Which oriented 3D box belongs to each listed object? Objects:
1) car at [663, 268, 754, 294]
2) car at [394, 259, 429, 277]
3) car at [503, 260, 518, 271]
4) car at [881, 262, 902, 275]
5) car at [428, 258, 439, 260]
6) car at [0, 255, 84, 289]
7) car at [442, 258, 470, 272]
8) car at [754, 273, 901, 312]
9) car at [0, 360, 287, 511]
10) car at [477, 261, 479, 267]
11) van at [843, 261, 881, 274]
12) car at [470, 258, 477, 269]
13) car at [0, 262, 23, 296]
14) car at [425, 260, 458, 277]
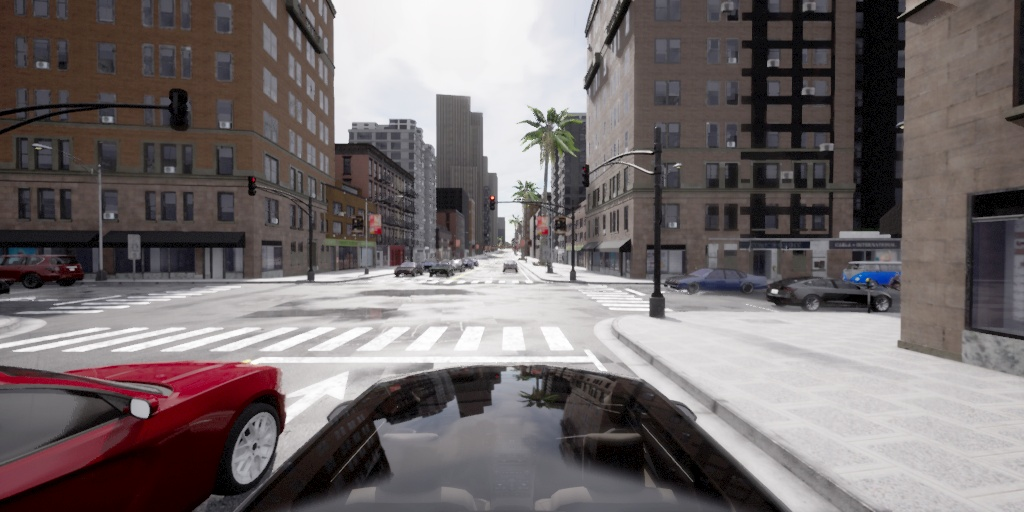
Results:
[{"bbox_3d":[11.707,1.395,20.673,5.357,1.411,2.033,0,1,0],"label":"car"},{"bbox_3d":[-10.098,1.279,35.666,2.033,1.411,5.357,0,0,-1],"label":"car"},{"bbox_3d":[-0.234,1.271,47.208,2.033,1.411,5.357,0,0,0],"label":"car"},{"bbox_3d":[24.823,1.302,20.690,4.553,1.767,2.097,0,1,0],"label":"car"},{"bbox_3d":[-10.169,1.077,45.197,2.097,1.767,4.553,0,0,0],"label":"car"},{"bbox_3d":[-27.278,0.830,19.926,5.009,1.841,2.192,0,0,-9],"label":"car"},{"bbox_3d":[-6.911,1.217,44.538,2.128,1.511,4.902,0,0,0],"label":"car"},{"bbox_3d":[12.864,1.510,14.727,4.313,1.339,1.948,0,0,0],"label":"car"},{"bbox_3d":[-3.144,1.228,1.490,1.882,1.535,5.008,0,0,1],"label":"car"},{"bbox_3d":[-7.010,1.298,63.632,1.895,1.301,4.718,0,0,0],"label":"car"},{"bbox_3d":[23.842,1.245,23.273,3.998,1.789,1.690,0,0,0],"label":"van"},{"bbox_3d":[-6.974,1.066,53.983,2.097,1.767,4.553,0,0,0],"label":"car"},{"bbox_3d":[-24.033,1.122,14.592,4.892,1.490,1.837,1,1,-9],"label":"car"},{"bbox_3d":[-6.845,1.333,35.340,1.895,1.301,4.718,0,0,0],"label":"car"}]
